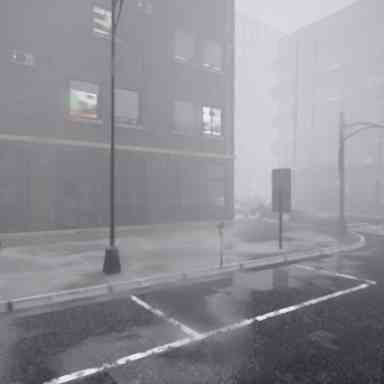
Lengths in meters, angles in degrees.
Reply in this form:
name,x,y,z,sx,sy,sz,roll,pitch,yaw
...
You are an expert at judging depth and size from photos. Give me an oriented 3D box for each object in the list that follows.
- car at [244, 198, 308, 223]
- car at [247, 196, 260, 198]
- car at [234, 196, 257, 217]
name,x,y,z,sx,sy,sz,roll,pitch,yaw
car,6.286,1.402,24.190,2.008,1.369,4.403,1,0,-36
car,3.822,1.259,31.976,1.837,1.490,4.892,0,1,-36
car,3.115,1.302,28.558,1.752,1.417,4.829,1,0,-36
